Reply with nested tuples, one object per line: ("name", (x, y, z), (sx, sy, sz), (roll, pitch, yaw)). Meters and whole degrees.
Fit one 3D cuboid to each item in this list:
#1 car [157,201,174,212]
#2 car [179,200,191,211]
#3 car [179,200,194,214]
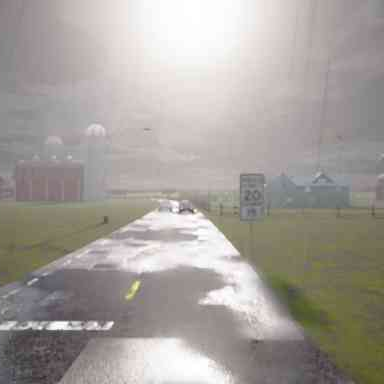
("car", (-3.621, 1.993, 45.873), (1.812, 1.442, 4.674), (0, -1, -2))
("car", (-1.132, 2.034, 51.814), (1.837, 1.490, 4.892), (0, -1, -3))
("car", (-0.709, 2.022, 41.815), (1.895, 1.301, 4.718), (0, -1, -2))
